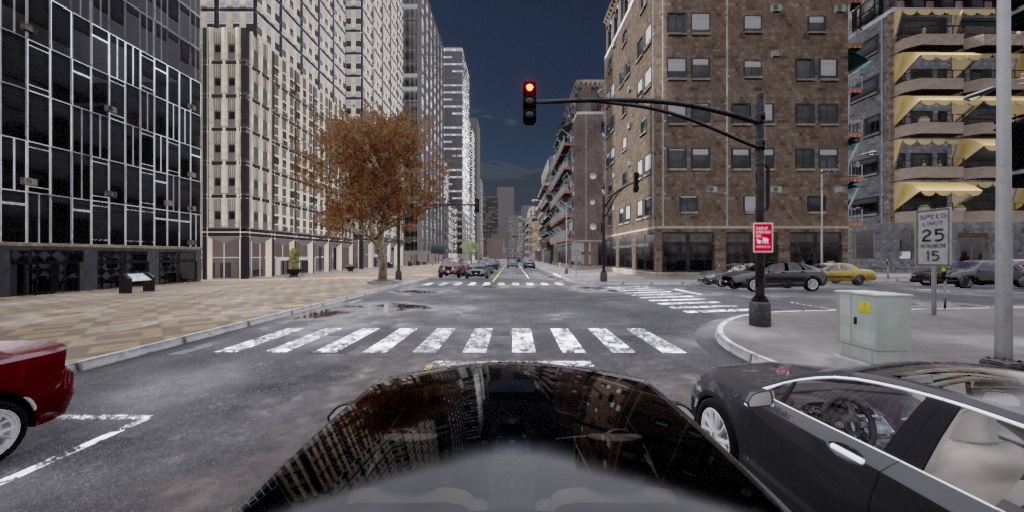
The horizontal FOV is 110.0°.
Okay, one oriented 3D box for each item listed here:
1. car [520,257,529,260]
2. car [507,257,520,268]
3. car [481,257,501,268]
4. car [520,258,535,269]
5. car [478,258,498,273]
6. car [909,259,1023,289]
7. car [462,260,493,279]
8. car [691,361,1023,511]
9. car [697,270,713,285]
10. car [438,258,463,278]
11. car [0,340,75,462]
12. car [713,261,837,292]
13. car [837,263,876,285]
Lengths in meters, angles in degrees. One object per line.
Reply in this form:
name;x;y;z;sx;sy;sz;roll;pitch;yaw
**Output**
car;2.708;1.314;62.174;1.751;1.417;4.829;0;0;0
car;0.129;1.337;62.577;2.033;1.411;5.357;0;0;0
car;-3.074;1.130;52.408;2.097;1.767;4.553;0;0;0
car;2.706;1.348;56.481;1.948;1.339;4.313;0;0;0
car;-3.088;1.317;42.259;2.033;1.411;5.357;0;0;0
car;24.474;0.940;18.932;5.357;1.411;2.033;-1;0;0
car;-3.082;1.326;32.874;1.994;1.385;4.181;0;0;1
car;2.689;1.300;2.002;2.007;1.370;4.403;0;0;0
car;13.441;1.095;21.415;4.403;1.370;2.007;0;0;-1
car;-5.682;1.078;34.393;2.192;1.841;5.009;0;0;0
car;-5.691;1.295;2.005;1.888;1.381;4.507;0;0;0
car;13.656;1.047;18.837;4.892;1.490;1.837;-1;0;0
car;18.838;0.992;21.468;4.829;1.417;1.751;0;0;-1
